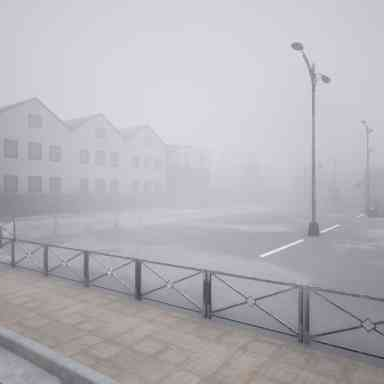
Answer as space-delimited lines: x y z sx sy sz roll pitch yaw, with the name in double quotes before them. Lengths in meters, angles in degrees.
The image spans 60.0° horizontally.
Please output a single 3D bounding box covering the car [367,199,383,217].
"car" 15.435 1.298 26.794 2.007 1.523 4.514 0 0 35
